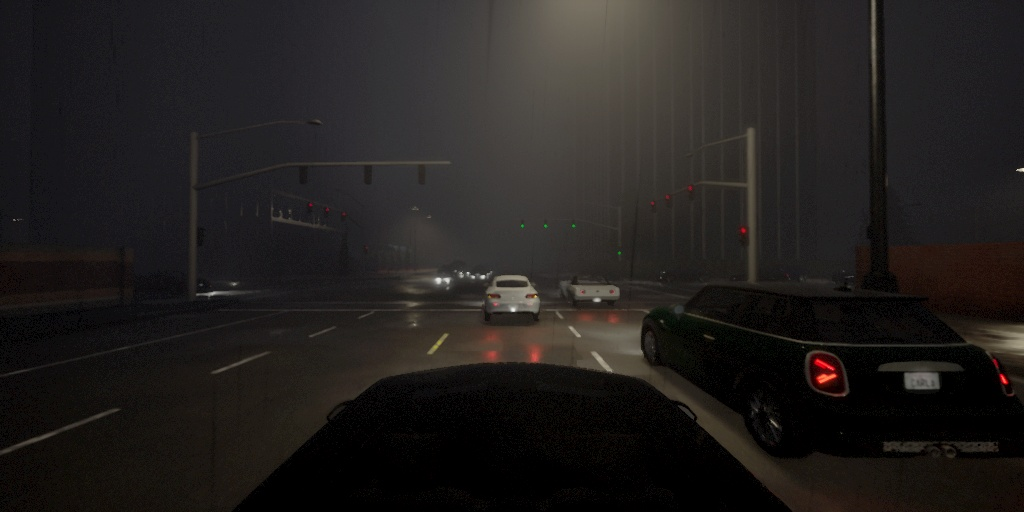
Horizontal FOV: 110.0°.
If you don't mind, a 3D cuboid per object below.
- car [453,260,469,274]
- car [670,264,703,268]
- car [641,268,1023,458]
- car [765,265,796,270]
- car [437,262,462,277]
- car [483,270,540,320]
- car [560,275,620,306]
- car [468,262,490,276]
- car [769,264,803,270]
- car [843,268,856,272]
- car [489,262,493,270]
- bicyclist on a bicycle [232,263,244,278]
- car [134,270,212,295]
[{"bbox_3d":[-7.978,1.649,53.795,2.150,2.045,5.566,0,-1,-1],"label":"car"},{"bbox_3d":[15.352,1.507,32.837,4.553,1.767,2.097,0,-1,0],"label":"car"},{"bbox_3d":[3.597,1.148,5.271,2.097,1.767,4.553,0,-1,0],"label":"car"},{"bbox_3d":[20.201,1.674,29.378,4.181,1.385,1.994,0,-1,0],"label":"car"},{"bbox_3d":[-7.874,1.791,43.946,2.128,1.511,4.902,0,-1,1],"label":"car"},{"bbox_3d":[-0.068,1.426,13.298,1.812,1.442,4.674,0,-1,-3],"label":"car"},{"bbox_3d":[3.476,1.550,17.019,1.895,1.301,4.718,0,-1,-1],"label":"car"},{"bbox_3d":[-4.404,1.922,48.509,1.994,1.385,4.181,0,-1,-1],"label":"car"},{"bbox_3d":[24.244,1.508,32.915,4.553,1.767,2.097,0,-1,0],"label":"car"},{"bbox_3d":[29.188,1.588,29.454,5.008,1.535,1.882,0,-1,0],"label":"car"},{"bbox_3d":[-4.524,1.996,57.124,1.812,1.442,4.674,0,-1,-1],"label":"car"},{"bbox_3d":[-28.394,1.512,37.219,0.582,1.620,1.656,0,0,-1],"label":"bicyclist on a bicycle"},{"bbox_3d":[-20.904,1.575,21.794,4.181,1.385,1.994,0,-1,-1],"label":"car"}]
